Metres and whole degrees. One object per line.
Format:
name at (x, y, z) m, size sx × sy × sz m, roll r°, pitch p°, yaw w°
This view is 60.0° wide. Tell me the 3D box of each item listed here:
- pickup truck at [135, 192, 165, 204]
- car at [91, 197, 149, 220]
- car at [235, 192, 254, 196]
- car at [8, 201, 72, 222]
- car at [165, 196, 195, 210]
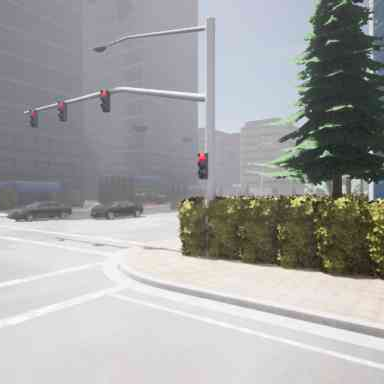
pickup truck at (-7.329, 1.058, 55.944) m, size 6.274 × 2.098 × 2.390 m, roll 0°, pitch 0°, yaw -24°
car at (-6.353, 1.477, 28.629) m, size 1.882 × 1.535 × 5.008 m, roll 0°, pitch 0°, yaw 35°
car at (8.782, 1.031, 56.036) m, size 2.150 × 2.045 × 5.566 m, roll 0°, pitch 0°, yaw 35°
car at (-12.033, 1.503, 26.630) m, size 1.837 × 1.490 × 4.892 m, roll 0°, pitch 1°, yaw 35°
car at (-0.822, 1.353, 42.553) m, size 2.097 × 1.767 × 4.553 m, roll 0°, pitch 0°, yaw 35°
